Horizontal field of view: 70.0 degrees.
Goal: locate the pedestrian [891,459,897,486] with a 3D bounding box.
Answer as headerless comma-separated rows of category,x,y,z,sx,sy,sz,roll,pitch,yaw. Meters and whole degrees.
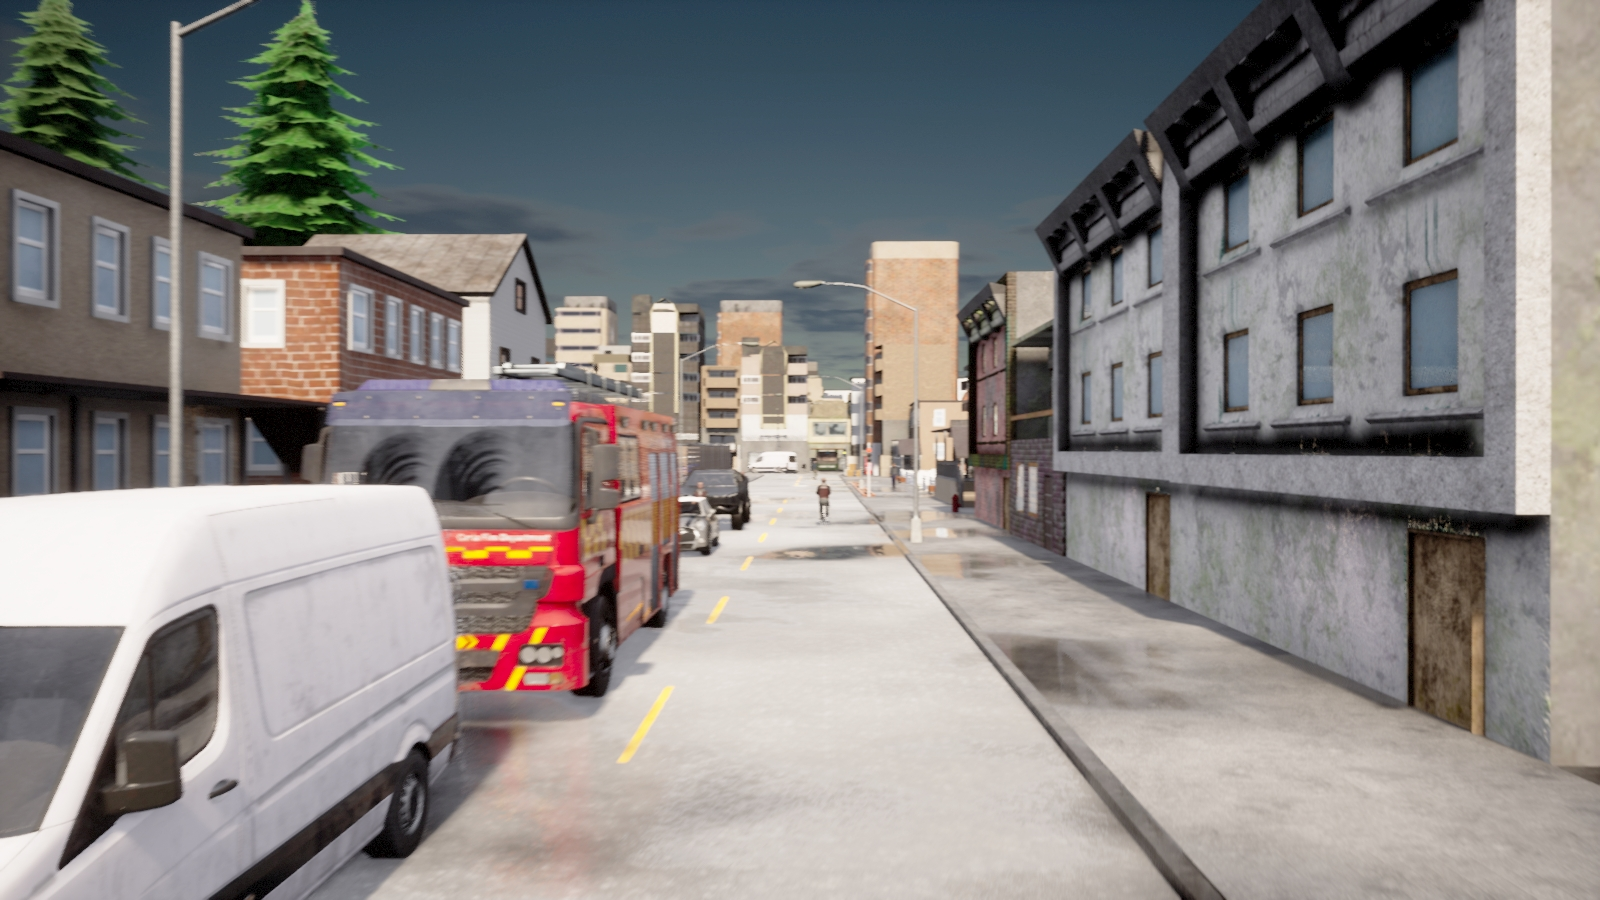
pedestrian,6.416,1.517,78.076,0.375,1.860,0.375,0,0,3

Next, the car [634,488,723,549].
car,-3.284,1.838,31.557,1.970,1.475,3.806,0,0,1

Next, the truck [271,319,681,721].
truck,-3.540,0.666,15.133,2.891,3.827,8.468,0,0,1

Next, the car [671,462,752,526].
car,-3.120,1.526,41.889,2.390,2.098,6.274,0,0,1

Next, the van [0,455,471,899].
van,-3.687,1.312,6.225,1.988,2.561,5.915,0,0,1

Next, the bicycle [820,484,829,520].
bicycle,0.901,1.935,42.874,0.329,1.271,1.835,0,0,1
